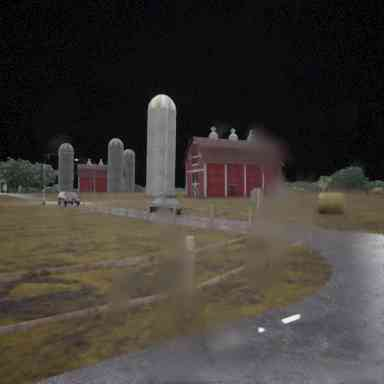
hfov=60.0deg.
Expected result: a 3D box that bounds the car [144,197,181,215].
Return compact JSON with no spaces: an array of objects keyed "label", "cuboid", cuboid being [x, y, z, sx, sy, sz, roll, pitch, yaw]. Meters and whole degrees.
[{"label":"car","cuboid":[-2.939,1.327,32.566,2.097,1.767,4.553,2,-1,-34]}]

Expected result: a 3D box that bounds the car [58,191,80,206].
[{"label":"car","cuboid":[-18.537,0.958,49.948,2.150,2.045,5.566,2,0,-35]}]
